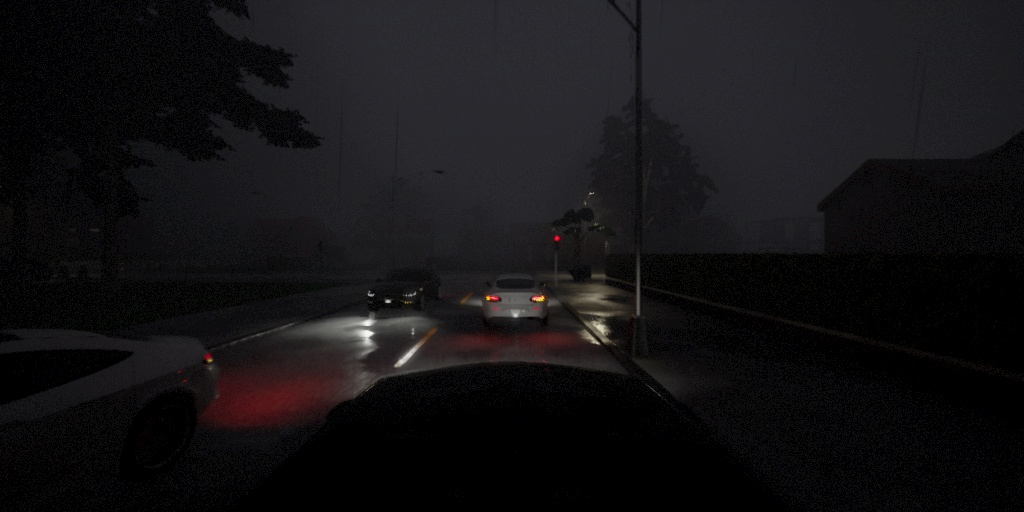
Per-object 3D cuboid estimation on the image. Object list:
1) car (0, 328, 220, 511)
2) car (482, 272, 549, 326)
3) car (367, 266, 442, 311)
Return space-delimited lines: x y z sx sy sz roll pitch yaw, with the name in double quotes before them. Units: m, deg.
"car" -4.083 1.275 2.005 1.812 1.442 4.674 0 0 1
"car" 0.098 1.225 11.339 1.812 1.442 4.674 0 0 0
"car" -4.008 1.189 14.060 1.837 1.490 4.892 0 1 0
